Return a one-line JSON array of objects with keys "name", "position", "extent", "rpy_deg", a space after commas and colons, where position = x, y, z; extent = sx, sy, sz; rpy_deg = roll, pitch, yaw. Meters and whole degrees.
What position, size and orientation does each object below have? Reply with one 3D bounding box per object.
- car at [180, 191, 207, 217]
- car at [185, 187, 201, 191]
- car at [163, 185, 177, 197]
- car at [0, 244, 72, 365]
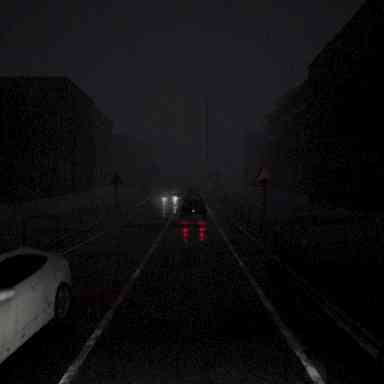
[{"name": "car", "position": [0.105, 1.007, 25.556], "extent": [2.128, 1.511, 4.902], "rpy_deg": [0, 2, 0]}, {"name": "car", "position": [0.107, 0.086, 42.772], "extent": [2.128, 1.511, 4.902], "rpy_deg": [0, 4, 0]}, {"name": "car", "position": [-3.048, -0.158, 46.886], "extent": [1.837, 1.490, 4.892], "rpy_deg": [0, 3, 1]}, {"name": "car", "position": [-3.098, 1.517, 4.413], "extent": [1.812, 1.442, 4.674], "rpy_deg": [0, 0, 0]}]
